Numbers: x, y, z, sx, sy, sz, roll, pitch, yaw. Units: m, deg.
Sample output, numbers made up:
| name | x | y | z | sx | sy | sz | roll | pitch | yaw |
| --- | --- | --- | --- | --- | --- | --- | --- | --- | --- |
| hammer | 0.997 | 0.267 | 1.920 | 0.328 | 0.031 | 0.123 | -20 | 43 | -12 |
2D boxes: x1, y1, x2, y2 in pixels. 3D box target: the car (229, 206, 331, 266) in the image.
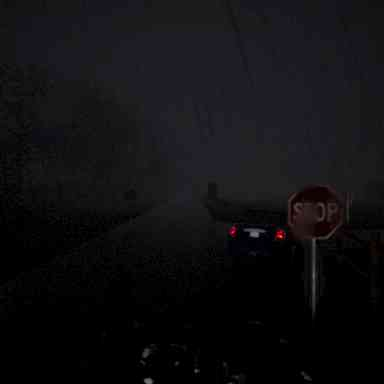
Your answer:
| name | x | y | z | sx | sy | sz | roll | pitch | yaw |
| --- | --- | --- | --- | --- | --- | --- | --- | --- | --- |
| car | 3.215 | 1.274 | 11.742 | 2.097 | 1.767 | 4.553 | 0 | 1 | 38 |
